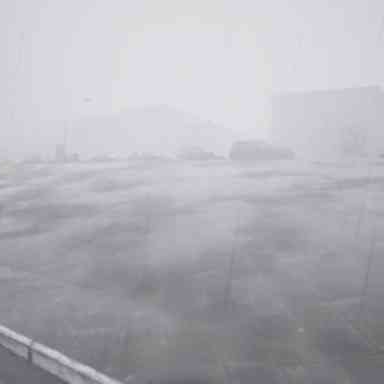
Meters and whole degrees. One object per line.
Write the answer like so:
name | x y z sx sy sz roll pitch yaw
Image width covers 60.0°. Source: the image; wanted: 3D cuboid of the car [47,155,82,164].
car | -13.954 -3.530 38.433 4.792 1.488 2.163 1 1 29

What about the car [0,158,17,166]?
car | -23.701 -3.765 44.048 5.008 1.535 2.097 1 1 32

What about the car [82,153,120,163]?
car | -9.090 -3.419 35.826 4.674 1.452 2.002 1 1 28

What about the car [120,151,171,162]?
car | -4.258 -3.357 33.368 4.892 1.521 2.231 1 1 27

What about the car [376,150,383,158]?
car | 16.106 -2.701 24.343 4.674 1.452 2.002 2 1 22

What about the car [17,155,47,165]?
car | -18.947 -3.789 41.233 4.553 1.767 2.185 1 1 31

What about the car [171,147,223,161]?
car | 0.823 -3.361 30.926 4.553 1.767 2.185 1 1 26

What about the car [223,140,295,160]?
car | 5.924 -3.342 28.587 5.566 2.045 2.435 2 1 25
